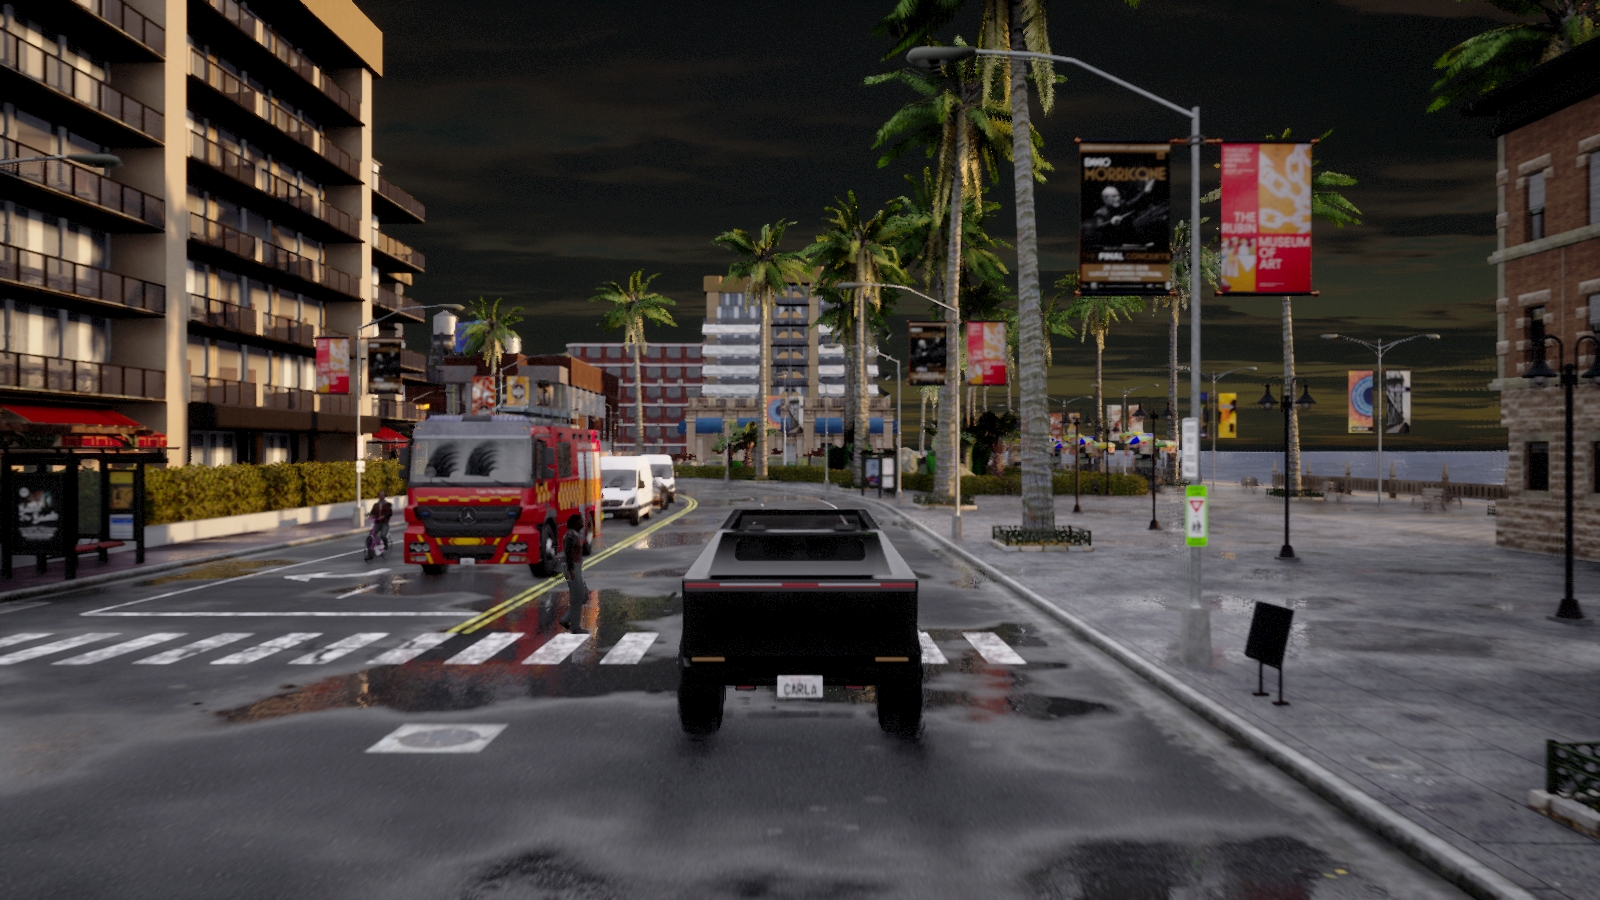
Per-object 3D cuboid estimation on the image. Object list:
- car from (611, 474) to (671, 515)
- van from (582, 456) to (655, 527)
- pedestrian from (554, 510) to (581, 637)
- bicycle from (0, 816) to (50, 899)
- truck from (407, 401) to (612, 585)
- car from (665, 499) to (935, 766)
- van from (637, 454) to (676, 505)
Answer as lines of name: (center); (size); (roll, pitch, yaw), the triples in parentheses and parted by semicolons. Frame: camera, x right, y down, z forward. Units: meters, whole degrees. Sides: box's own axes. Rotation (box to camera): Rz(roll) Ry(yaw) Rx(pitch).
car: (-7.164, 1.992, 51.897); (2.152, 1.651, 5.027); (0, 0, -2)
van: (-7.038, 1.534, 44.860); (1.988, 2.561, 5.915); (0, 0, -1)
pedestrian: (-3.495, 1.849, 17.188); (0.375, 1.860, 0.375); (0, 0, -15)
bicycle: (-3.484, 2.210, 4.149); (0.329, 1.171, 1.835); (0, 0, 0)
truck: (-6.747, 0.890, 28.032); (2.891, 3.827, 8.468); (0, 0, 0)
car: (0.001, 1.753, 13.278); (2.390, 2.098, 6.274); (0, 0, 0)
van: (-7.768, 1.534, 61.551); (1.988, 2.561, 5.915); (0, 0, -8)
